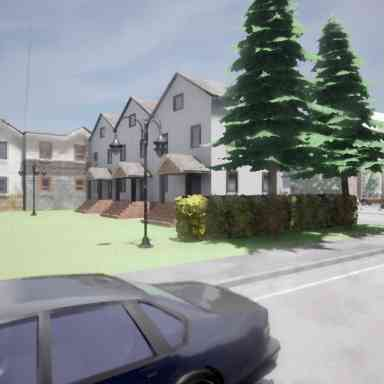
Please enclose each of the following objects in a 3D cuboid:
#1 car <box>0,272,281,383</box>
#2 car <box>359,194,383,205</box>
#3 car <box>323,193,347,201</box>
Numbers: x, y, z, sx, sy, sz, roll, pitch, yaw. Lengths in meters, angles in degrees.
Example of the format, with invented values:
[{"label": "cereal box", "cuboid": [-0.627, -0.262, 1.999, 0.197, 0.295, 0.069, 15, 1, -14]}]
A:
[{"label": "car", "cuboid": [-1.571, 1.547, 2.864, 5.357, 1.411, 2.033, 0, 0, -35]}, {"label": "car", "cuboid": [27.287, 1.097, 49.291, 1.932, 1.855, 4.605, 0, 0, -36]}, {"label": "car", "cuboid": [32.154, 1.097, 74.745, 1.932, 1.855, 4.605, 0, 0, -36]}]
